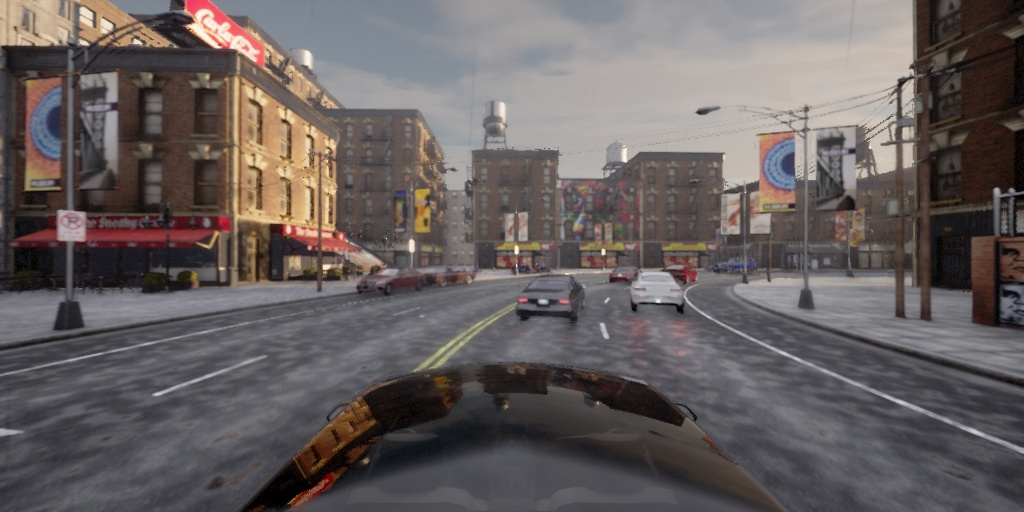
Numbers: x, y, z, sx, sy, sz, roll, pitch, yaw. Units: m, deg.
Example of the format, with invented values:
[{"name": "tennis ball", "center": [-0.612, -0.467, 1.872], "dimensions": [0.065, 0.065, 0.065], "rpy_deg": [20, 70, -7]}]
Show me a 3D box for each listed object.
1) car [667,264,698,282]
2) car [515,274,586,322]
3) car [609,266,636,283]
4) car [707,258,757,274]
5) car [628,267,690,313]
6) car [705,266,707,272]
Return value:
[{"name": "car", "center": [13.342, 1.377, 28.518], "dimensions": [1.882, 1.535, 5.008], "rpy_deg": [-1, -1, 39]}, {"name": "car", "center": [1.519, 1.352, 12.566], "dimensions": [2.033, 1.411, 5.357], "rpy_deg": [0, 0, 15]}, {"name": "car", "center": [9.539, 1.461, 29.284], "dimensions": [1.994, 1.385, 4.181], "rpy_deg": [0, 0, 37]}, {"name": "car", "center": [28.457, 1.227, 45.928], "dimensions": [5.566, 2.045, 2.150], "rpy_deg": [0, -1, -12]}, {"name": "car", "center": [5.787, 1.348, 14.606], "dimensions": [1.812, 1.442, 4.674], "rpy_deg": [0, -1, 18]}, {"name": "car", "center": [29.002, 1.551, 49.513], "dimensions": [4.674, 1.442, 1.812], "rpy_deg": [0, 0, -11]}]
